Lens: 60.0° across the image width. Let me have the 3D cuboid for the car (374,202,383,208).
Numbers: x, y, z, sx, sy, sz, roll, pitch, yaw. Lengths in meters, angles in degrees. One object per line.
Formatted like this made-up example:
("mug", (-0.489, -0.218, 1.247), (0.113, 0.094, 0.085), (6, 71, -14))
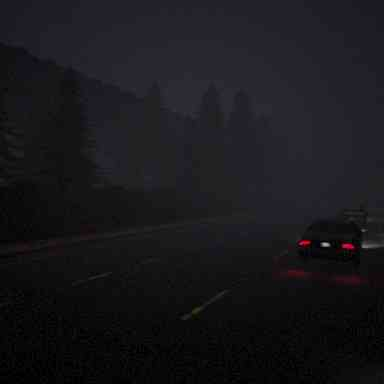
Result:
("car", (35.332, 2.311, 59.935), (4.718, 1.301, 1.895), (1, 0, -20))

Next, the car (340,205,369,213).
("car", (12.832, 1.779, 26.356), (2.128, 1.511, 4.902), (0, 0, 29))

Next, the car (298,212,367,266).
("car", (5.251, 1.673, 12.280), (2.033, 1.411, 5.357), (0, 0, 29))
